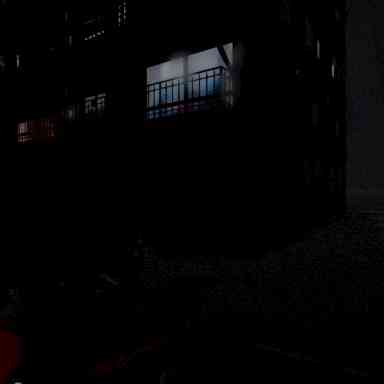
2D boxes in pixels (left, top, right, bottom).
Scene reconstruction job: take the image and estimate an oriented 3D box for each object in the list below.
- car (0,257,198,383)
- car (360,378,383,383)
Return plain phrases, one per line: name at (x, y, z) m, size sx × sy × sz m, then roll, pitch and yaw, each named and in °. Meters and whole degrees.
car at (-2.036, 1.545, 4.330) m, size 4.507 × 1.381 × 1.887 m, roll 0°, pitch 0°, yaw 36°
car at (2.551, 1.566, 1.055) m, size 4.313 × 1.339 × 1.947 m, roll 0°, pitch 0°, yaw 36°
